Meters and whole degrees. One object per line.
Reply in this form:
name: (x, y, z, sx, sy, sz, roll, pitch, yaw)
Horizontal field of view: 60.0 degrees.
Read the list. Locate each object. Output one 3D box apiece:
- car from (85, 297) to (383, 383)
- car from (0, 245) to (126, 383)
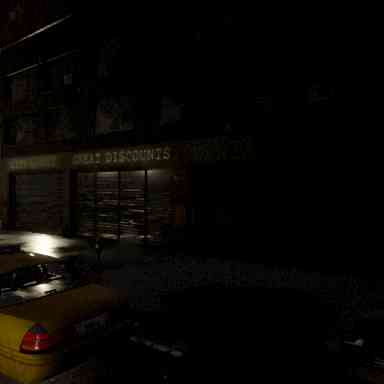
car: (1.628, 1.551, 1.922, 4.403, 1.369, 2.008, 0, 1, 36)
car: (-3.056, 1.524, 5.267, 4.829, 1.417, 1.752, 0, 1, 36)
